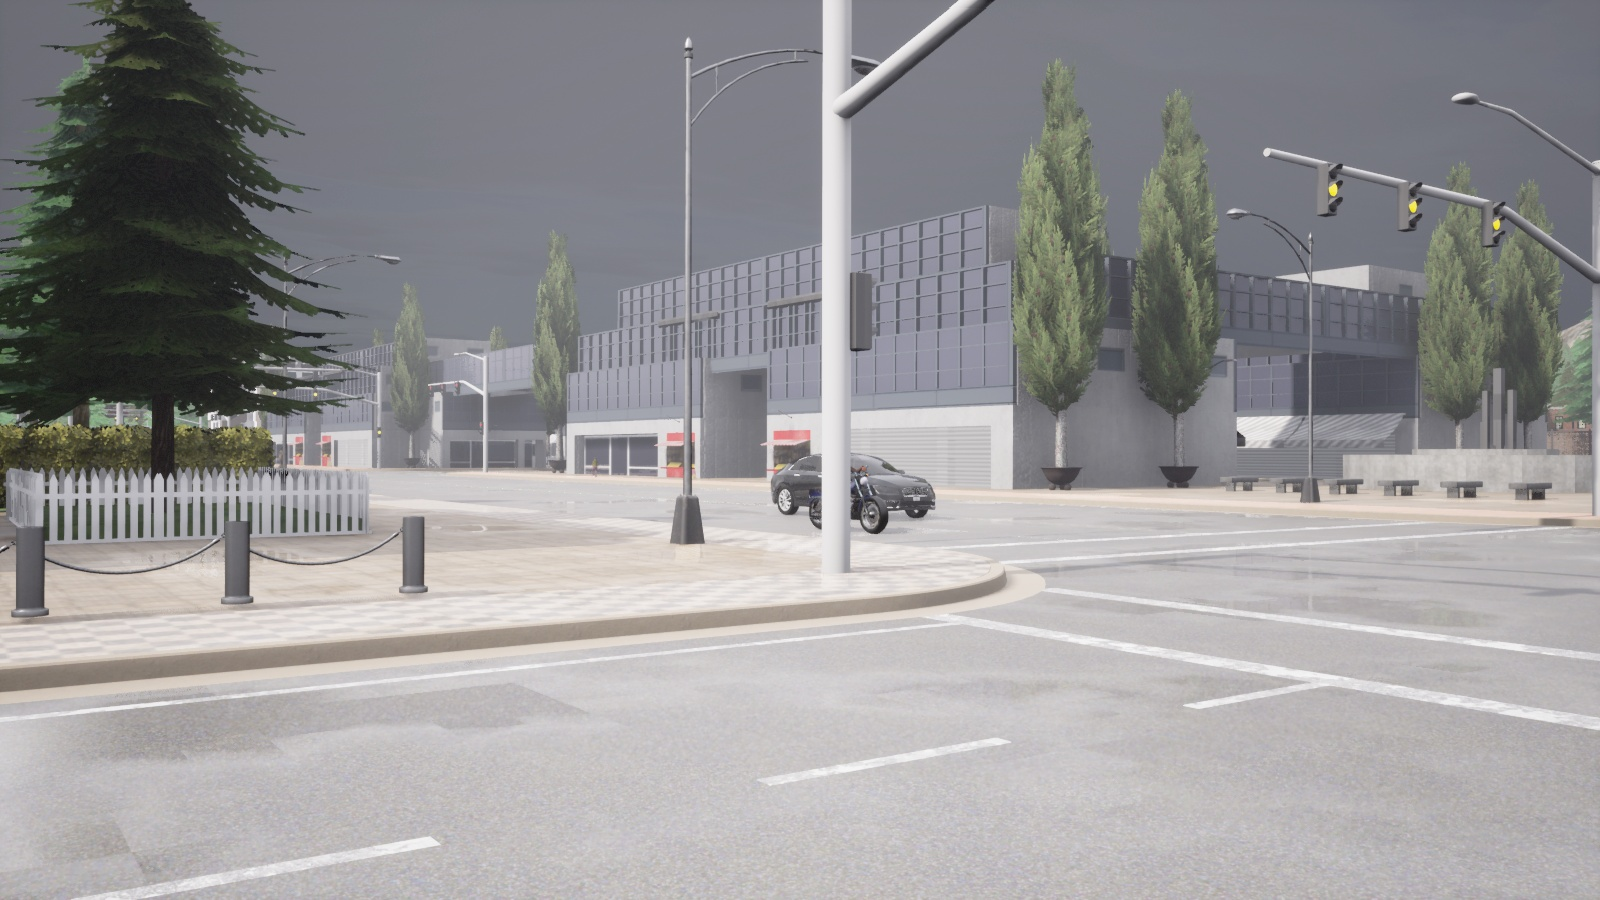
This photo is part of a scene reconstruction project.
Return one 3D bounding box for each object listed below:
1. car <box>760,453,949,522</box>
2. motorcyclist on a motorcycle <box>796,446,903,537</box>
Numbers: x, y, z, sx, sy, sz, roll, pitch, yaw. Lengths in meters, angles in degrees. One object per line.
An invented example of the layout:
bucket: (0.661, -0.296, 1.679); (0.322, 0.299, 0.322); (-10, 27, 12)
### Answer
car: (1.174, 0.820, 29.581); (1.837, 1.490, 4.892); (0, 0, -35)
motorcyclist on a motorcycle: (0.901, 0.752, 23.853); (0.766, 1.649, 2.350); (0, 0, -35)
